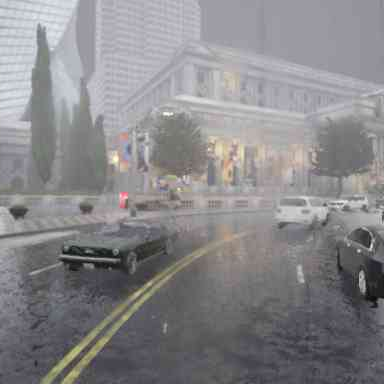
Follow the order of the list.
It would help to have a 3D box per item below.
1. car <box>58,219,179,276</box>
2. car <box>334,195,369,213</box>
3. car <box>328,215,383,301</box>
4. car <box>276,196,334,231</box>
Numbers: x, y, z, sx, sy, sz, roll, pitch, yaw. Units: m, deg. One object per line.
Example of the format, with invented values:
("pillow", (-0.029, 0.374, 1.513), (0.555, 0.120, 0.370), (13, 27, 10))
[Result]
("car", (-2.001, 1.563, 10.511), (1.895, 1.301, 4.718), (1, 0, 16))
("car", (18.942, 1.401, 40.294), (5.566, 2.045, 2.150), (1, 0, -27))
("car", (4.817, 1.553, 8.186), (1.837, 1.490, 4.892), (0, 0, 13))
("car", (7.258, 1.285, 21.495), (2.150, 2.045, 5.566), (0, 0, 35))
